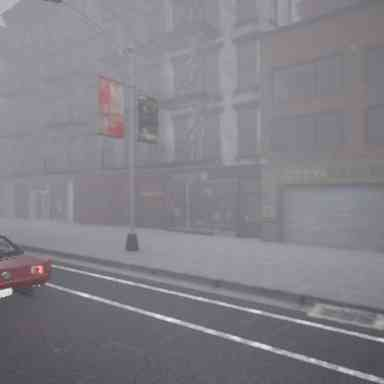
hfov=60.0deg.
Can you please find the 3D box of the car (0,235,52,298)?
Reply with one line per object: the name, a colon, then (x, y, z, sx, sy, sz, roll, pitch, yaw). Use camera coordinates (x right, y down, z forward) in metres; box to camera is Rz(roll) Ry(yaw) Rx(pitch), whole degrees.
car: (-5.296, 1.602, 7.499, 4.718, 1.301, 1.895, 0, 0, 36)
